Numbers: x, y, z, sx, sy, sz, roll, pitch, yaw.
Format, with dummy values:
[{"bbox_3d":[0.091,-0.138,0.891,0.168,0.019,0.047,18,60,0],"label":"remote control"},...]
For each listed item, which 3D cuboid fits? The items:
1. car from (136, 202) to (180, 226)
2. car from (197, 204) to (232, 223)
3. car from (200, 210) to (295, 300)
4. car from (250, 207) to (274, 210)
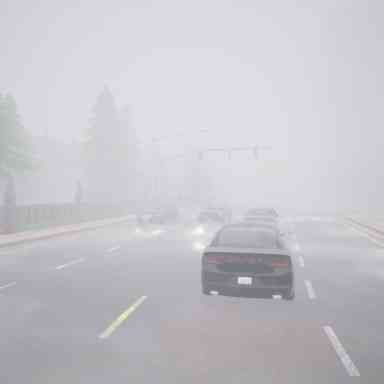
[{"bbox_3d":[-2.238,1.467,23.248,2.128,1.511,4.902,0,0,15],"label":"car"},{"bbox_3d":[1.762,1.565,24.579,1.895,1.301,4.718,0,0,15],"label":"car"},{"bbox_3d":[1.479,1.464,8.504,1.882,1.535,5.008,0,0,12],"label":"car"},{"bbox_3d":[3.843,1.516,18.310,2.033,1.411,5.357,0,0,15],"label":"car"}]
